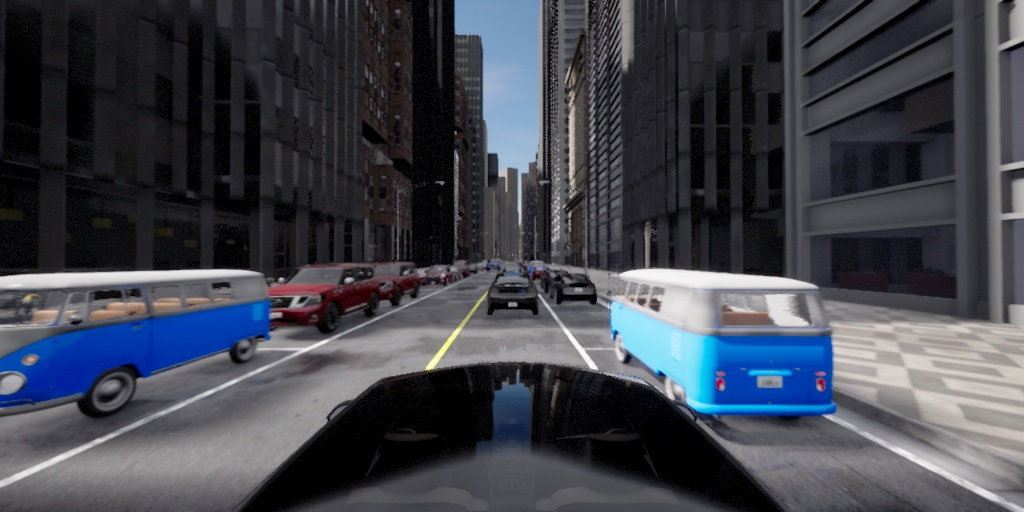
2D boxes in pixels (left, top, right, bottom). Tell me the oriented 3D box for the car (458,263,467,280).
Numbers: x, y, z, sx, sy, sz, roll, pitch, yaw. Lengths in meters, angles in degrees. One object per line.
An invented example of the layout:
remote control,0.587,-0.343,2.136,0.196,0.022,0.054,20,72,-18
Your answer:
car,-5.769,1.603,33.712,2.007,1.370,4.403,0,0,0

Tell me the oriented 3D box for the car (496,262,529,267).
car,0.041,1.502,29.264,2.128,1.511,4.902,0,0,1

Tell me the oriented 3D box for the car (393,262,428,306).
car,-5.766,1.206,16.883,2.192,1.841,5.009,0,0,0

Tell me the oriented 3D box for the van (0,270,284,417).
van,-5.764,1.127,5.665,1.690,1.789,3.998,0,0,0

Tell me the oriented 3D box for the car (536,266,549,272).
car,2.758,1.511,22.510,1.948,1.339,4.313,0,0,0

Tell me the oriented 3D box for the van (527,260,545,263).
van,2.755,1.448,39.337,1.690,1.789,3.998,0,0,0

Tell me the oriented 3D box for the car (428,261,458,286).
car,-5.768,1.438,28.102,1.967,1.591,4.097,0,0,0

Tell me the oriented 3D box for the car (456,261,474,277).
car,-5.770,1.422,39.321,2.192,1.841,5.009,0,0,0

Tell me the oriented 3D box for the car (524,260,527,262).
car,2.754,1.602,44.945,1.967,1.591,4.097,0,0,0

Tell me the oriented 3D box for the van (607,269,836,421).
van,2.762,1.128,5.684,1.690,1.789,3.998,0,0,0

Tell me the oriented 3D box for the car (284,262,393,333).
car,-5.765,1.153,11.275,2.192,1.841,5.009,0,0,0

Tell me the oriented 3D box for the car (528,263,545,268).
car,2.756,1.598,33.728,1.888,1.381,4.507,0,0,0

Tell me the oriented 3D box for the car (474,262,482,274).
car,-5.772,1.783,50.539,1.948,1.339,4.313,0,0,0

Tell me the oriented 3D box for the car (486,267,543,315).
car,0.045,1.373,14.293,1.837,1.490,4.892,0,0,0

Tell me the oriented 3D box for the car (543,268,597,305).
car,2.760,1.458,16.901,1.948,1.339,4.313,0,0,0

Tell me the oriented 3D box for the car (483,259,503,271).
car,-3.065,1.528,59.404,2.150,2.045,5.566,0,-1,1
